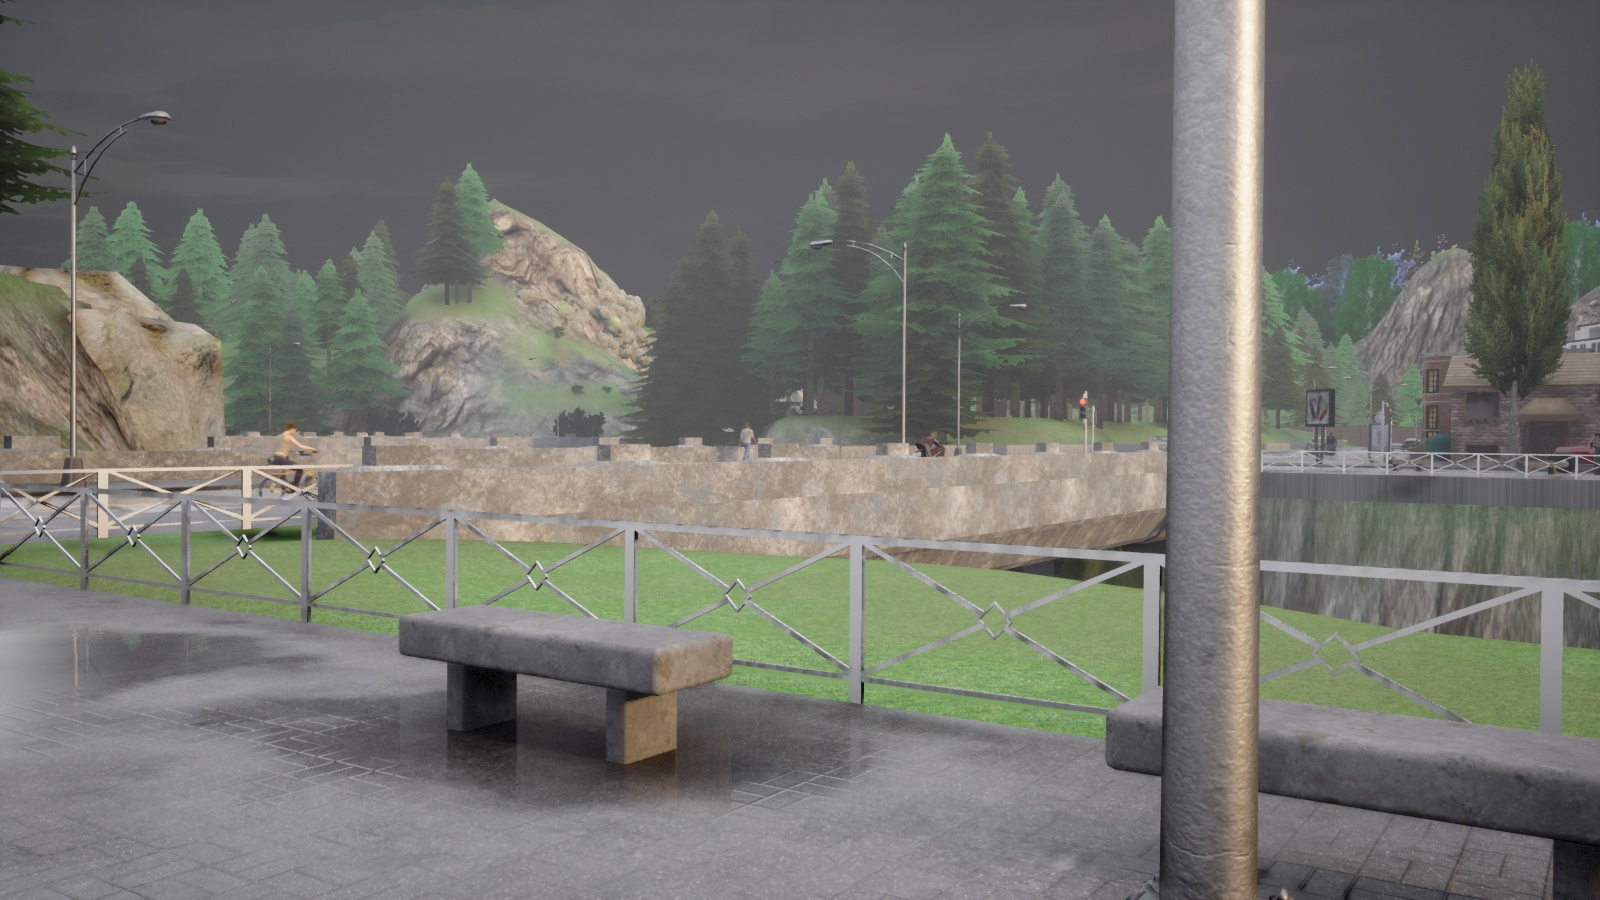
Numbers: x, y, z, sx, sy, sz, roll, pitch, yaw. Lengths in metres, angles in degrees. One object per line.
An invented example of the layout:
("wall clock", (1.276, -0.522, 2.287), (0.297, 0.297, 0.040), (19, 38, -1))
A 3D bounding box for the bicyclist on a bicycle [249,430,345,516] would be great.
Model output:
("bicyclist on a bicycle", (-9.816, 0.422, 24.549), (0.866, 1.612, 1.509), (0, 1, 34))

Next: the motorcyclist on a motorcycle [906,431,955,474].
("motorcyclist on a motorcycle", (4.851, 0.086, 46.644), (0.866, 1.530, 2.191), (0, 1, 34))

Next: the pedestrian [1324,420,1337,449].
("pedestrian", (35.219, -1.022, 83.342), (0.563, 1.883, 0.849), (0, 1, 36))

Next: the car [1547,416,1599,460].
("car", (35.016, -0.540, 54.957), (3.866, 1.878, 1.905), (0, 1, 34))

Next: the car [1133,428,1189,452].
("car", (23.671, -0.649, 82.208), (2.128, 1.511, 4.902), (0, 1, 33))

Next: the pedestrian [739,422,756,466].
("pedestrian", (-2.175, -0.249, 52.013), (0.354, 1.836, 0.706), (0, 1, 29))
